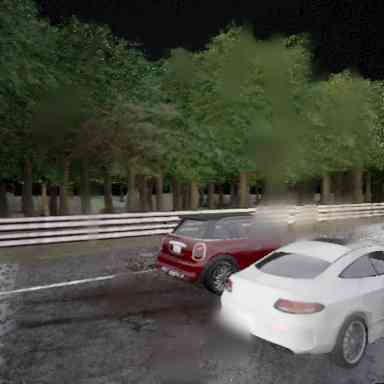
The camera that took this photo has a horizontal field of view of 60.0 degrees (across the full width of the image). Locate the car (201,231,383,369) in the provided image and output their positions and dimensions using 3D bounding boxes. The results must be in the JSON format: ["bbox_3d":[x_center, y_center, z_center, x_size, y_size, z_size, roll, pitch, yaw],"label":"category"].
[{"bbox_3d":[2.617,1.524,5.687,4.674,1.442,1.812,0,0,-35],"label":"car"}]

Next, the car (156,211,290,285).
[{"bbox_3d":[1.402,1.347,8.923,4.553,1.767,2.097,0,0,-35],"label":"car"}]
